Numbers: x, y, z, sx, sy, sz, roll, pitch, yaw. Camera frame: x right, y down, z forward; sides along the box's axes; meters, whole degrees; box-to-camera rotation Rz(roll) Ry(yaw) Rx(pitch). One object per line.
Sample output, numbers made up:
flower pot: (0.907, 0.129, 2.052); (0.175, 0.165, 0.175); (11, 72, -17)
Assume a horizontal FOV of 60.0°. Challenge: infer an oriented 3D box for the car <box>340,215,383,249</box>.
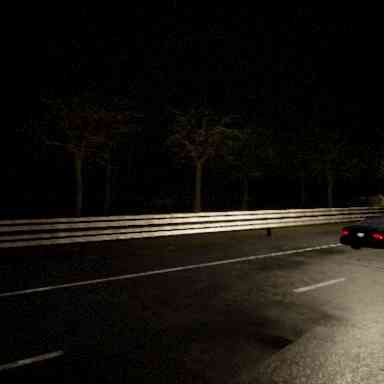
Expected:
car: (8.443, 1.694, 14.087); (5.357, 1.411, 2.033); (1, 0, -36)
